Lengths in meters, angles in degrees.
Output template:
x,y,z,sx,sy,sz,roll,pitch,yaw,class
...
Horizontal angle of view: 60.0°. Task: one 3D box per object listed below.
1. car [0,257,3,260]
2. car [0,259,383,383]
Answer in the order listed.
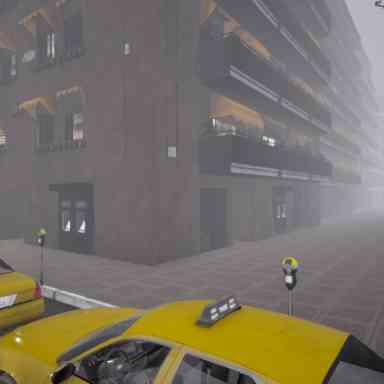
x,y,z,sx,sy,sz,roll,pitch,yaw,class
-4.590,1.527,6.009,4.829,1.417,1.752,0,0,36,car
-0.002,1.526,2.728,4.829,1.417,1.752,0,0,36,car
